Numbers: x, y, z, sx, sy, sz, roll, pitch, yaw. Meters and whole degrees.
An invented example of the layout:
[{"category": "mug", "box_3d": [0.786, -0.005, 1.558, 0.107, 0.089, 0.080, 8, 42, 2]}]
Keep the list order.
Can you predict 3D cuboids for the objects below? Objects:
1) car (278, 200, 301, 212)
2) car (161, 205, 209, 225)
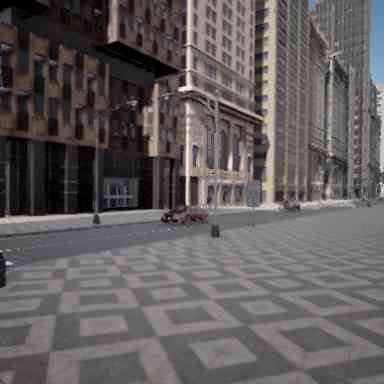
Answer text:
[{"category": "car", "box_3d": [13.005, 1.821, 44.131, 1.812, 1.442, 4.674, 1, 0, 36]}, {"category": "car", "box_3d": [-0.485, 1.696, 25.274, 1.994, 1.385, 4.181, 1, 0, 35]}]
